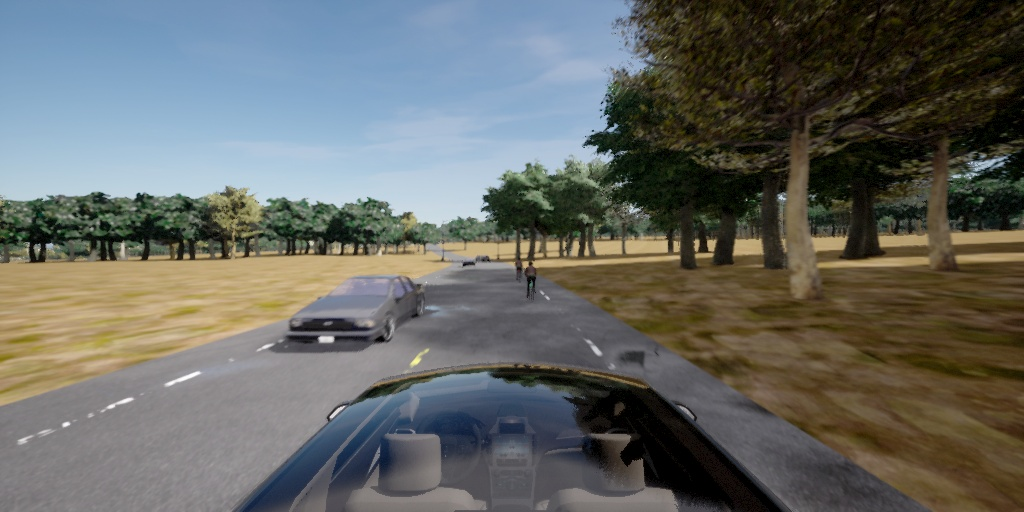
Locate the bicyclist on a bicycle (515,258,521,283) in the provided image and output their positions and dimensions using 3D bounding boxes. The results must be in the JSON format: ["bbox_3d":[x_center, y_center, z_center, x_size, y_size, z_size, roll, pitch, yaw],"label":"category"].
[{"bbox_3d":[0.454,0.963,23.784,0.582,1.620,1.656,0,0,-3],"label":"bicyclist on a bicycle"}]

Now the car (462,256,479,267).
[{"bbox_3d":[-6.054,0.917,51.064,1.895,1.301,4.718,0,0,-5],"label":"car"}]

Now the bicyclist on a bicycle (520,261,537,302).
[{"bbox_3d":[0.779,1.054,14.731,0.582,1.620,1.656,0,0,-2],"label":"bicyclist on a bicycle"}]

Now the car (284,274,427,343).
[{"bbox_3d":[-3.679,1.211,9.670,2.033,1.411,5.357,0,1,-1],"label":"car"}]
